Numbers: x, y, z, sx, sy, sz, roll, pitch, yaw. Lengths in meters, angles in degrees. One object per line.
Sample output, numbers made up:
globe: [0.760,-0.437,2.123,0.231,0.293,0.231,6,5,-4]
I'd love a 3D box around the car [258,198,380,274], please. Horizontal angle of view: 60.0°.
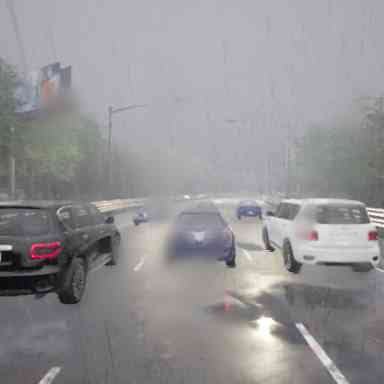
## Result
car: [3.770,1.208,10.724,2.150,2.045,5.566,0,0,2]

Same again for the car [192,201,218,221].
car: [1.127,1.519,27.271,1.994,1.385,4.181,0,0,4]

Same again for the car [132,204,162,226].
car: [-2.700,1.505,23.085,2.033,1.411,5.357,0,0,4]

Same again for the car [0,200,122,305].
car: [-3.307,1.198,8.213,2.150,2.045,5.566,0,-1,0]

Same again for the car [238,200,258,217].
car: [4.695,1.436,28.043,1.882,1.535,5.008,0,0,4]

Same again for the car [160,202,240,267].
car: [0.303,1.330,11.533,2.097,1.767,4.553,0,0,2]
